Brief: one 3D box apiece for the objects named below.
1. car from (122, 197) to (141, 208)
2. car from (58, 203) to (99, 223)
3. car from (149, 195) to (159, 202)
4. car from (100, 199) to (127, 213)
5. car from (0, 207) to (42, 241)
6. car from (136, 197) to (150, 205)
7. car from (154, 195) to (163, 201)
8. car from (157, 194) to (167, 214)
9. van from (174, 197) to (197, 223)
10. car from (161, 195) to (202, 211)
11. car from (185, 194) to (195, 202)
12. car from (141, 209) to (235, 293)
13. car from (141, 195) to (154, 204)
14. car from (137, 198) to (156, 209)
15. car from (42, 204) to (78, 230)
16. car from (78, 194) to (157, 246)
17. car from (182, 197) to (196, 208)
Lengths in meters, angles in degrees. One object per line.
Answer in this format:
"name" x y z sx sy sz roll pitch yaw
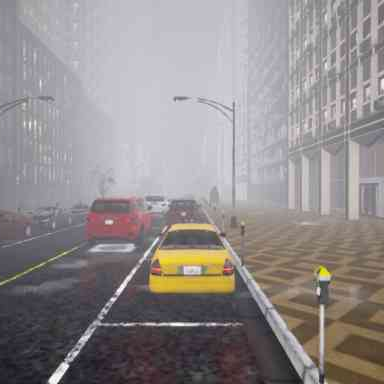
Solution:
"car" -8.843 1.541 49.090 2.008 1.369 4.403 -1 0 0
"car" -8.843 1.577 26.356 1.802 1.307 4.206 -1 0 0
"car" -8.843 1.508 77.339 1.752 1.417 4.829 -1 0 0
"car" -8.844 1.544 37.723 2.008 1.369 4.403 -1 0 0
"car" -8.843 1.542 14.989 1.887 1.381 4.507 -1 0 0
"car" -8.843 1.569 60.458 1.802 1.307 4.206 -1 0 0
"car" -8.844 1.545 88.876 1.947 1.339 4.313 -1 0 0
"car" -3.136 1.219 30.312 2.150 2.045 5.566 0 0 0
"van" -0.465 1.336 26.356 1.690 1.788 3.998 -1 0 0
"car" -0.465 1.311 20.672 2.192 1.841 5.009 -1 0 0
"car" -0.465 1.298 77.509 2.192 1.841 5.009 -1 0 0
"car" 0.004 1.455 8.841 1.801 1.575 5.366 0 0 0
"car" -8.845 1.426 66.141 1.967 1.590 4.097 -1 0 0
"car" -6.165 1.556 45.361 1.994 1.385 4.181 0 0 1
"car" -8.844 1.547 20.672 2.008 1.369 4.403 -1 0 0
"car" -3.136 1.222 15.335 2.150 2.045 5.566 0 0 0
"car" -0.463 1.541 49.090 2.008 1.369 4.403 -1 0 0
